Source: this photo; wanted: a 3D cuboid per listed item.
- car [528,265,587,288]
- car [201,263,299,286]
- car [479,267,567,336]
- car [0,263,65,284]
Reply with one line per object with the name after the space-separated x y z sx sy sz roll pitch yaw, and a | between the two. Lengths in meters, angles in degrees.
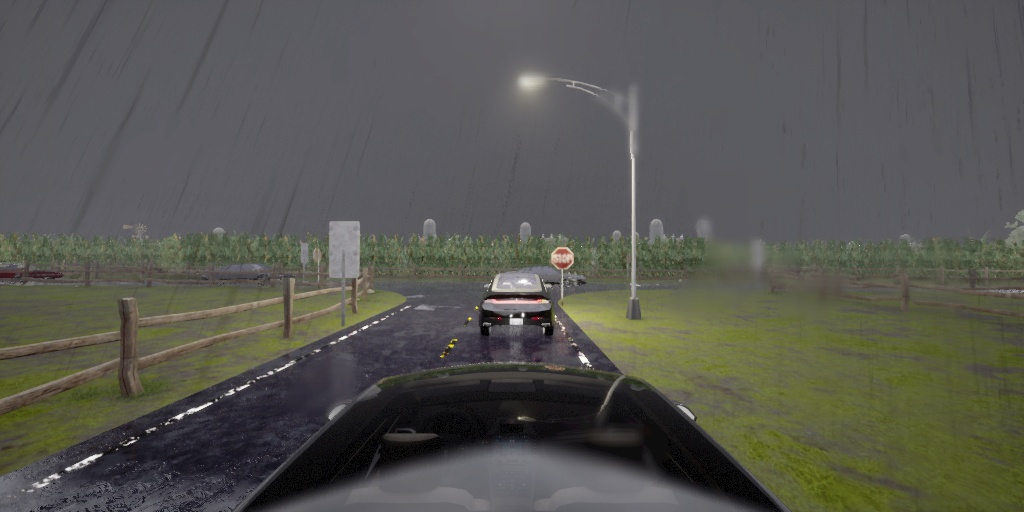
2.075 1.322 23.266 5.357 1.411 2.033 0 0 0 | car
-17.058 1.166 23.443 5.357 1.411 2.033 0 -1 0 | car
0.161 1.244 10.386 2.128 1.511 4.902 0 0 2 | car
-32.708 1.117 23.571 4.718 1.301 1.895 0 -1 1 | car
